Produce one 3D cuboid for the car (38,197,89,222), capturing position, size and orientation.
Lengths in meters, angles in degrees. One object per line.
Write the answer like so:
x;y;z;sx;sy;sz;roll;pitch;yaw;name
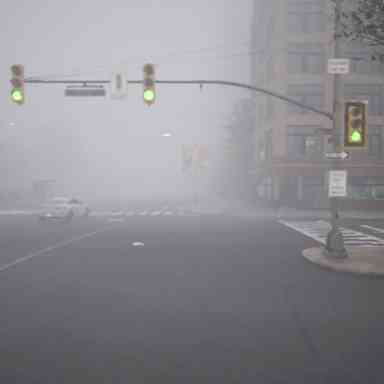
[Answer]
-8.173;1.061;21.464;1.812;1.442;4.674;0;1;2;car
